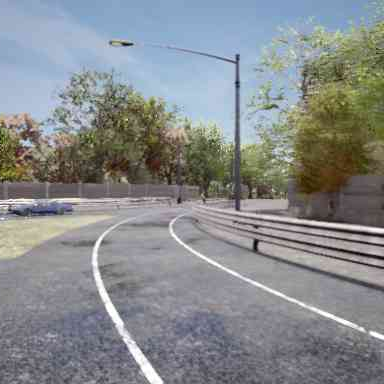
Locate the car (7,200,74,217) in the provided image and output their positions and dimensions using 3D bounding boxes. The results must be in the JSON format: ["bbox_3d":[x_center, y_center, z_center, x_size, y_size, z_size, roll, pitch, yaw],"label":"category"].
[{"bbox_3d":[-13.618,1.433,30.178,5.357,1.411,2.033,0,0,-39],"label":"car"}]
